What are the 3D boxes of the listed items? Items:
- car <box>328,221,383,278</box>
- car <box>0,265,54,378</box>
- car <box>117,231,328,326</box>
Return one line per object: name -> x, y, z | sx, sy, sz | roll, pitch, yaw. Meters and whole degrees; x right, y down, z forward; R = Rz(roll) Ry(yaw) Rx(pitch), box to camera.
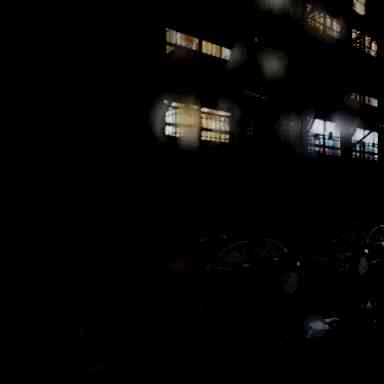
car -> 5.127, 1.595, 10.219 | 4.403, 1.369, 2.008 | 0, 0, -36
car -> -3.889, 1.561, 3.785 | 4.313, 1.339, 1.947 | 0, 0, -36
car -> 0.619, 1.570, 7.002 | 4.403, 1.369, 2.008 | 0, 0, -36
